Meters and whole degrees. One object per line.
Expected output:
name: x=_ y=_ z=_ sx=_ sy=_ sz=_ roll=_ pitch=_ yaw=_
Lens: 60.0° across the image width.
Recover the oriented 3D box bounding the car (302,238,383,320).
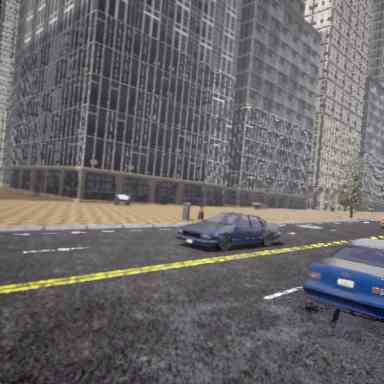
car: x=4.607 y=1.864 z=7.915 sx=5.357 sy=1.411 sz=2.033 roll=4 pitch=0 yaw=-45

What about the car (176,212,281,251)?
car: x=1.820 y=1.602 z=14.426 sx=5.357 sy=1.411 sz=2.033 roll=4 pitch=1 yaw=-45

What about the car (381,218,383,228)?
car: x=20.394 y=2.774 z=32.765 sx=4.553 sy=1.767 sz=2.097 roll=4 pitch=1 yaw=-44
